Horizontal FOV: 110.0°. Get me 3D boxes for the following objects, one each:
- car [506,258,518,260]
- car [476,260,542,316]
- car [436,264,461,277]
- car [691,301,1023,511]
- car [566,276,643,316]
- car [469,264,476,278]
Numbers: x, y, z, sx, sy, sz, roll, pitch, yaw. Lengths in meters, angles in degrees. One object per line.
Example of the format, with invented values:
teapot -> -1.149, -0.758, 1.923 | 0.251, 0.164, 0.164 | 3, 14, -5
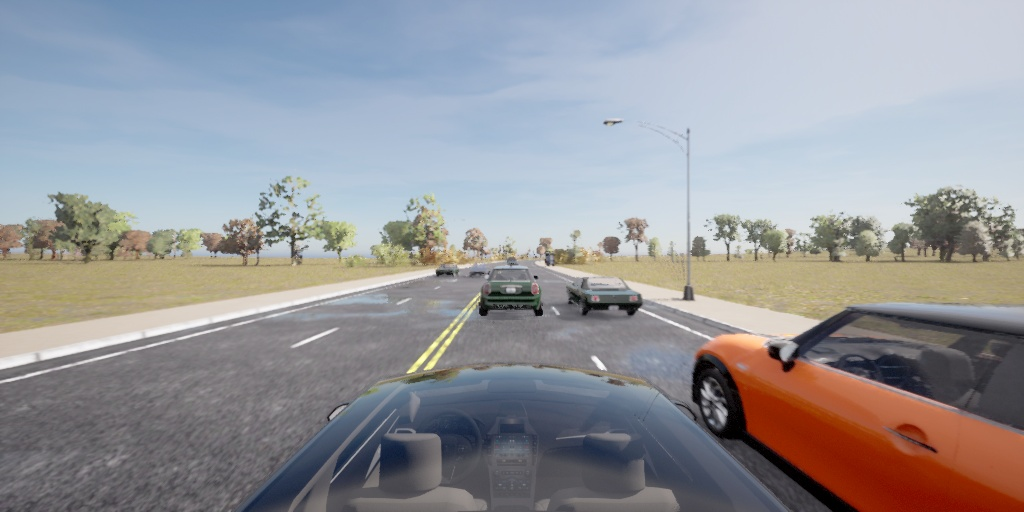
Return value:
car -> 0.077, 1.437, 53.456 | 1.837, 1.490, 4.892 | 0, 0, 0
car -> -0.026, 1.146, 13.823 | 2.097, 1.767, 4.553 | 0, 0, 0
car -> -6.514, 1.496, 36.782 | 1.895, 1.301, 4.718 | 0, 0, 0
car -> 3.250, 1.106, 2.582 | 2.097, 1.767, 4.553 | 0, 0, 0
car -> 3.245, 1.395, 13.641 | 1.895, 1.301, 4.718 | 0, 0, 0
car -> -3.264, 1.490, 36.813 | 2.033, 1.411, 5.357 | 0, 0, 0
